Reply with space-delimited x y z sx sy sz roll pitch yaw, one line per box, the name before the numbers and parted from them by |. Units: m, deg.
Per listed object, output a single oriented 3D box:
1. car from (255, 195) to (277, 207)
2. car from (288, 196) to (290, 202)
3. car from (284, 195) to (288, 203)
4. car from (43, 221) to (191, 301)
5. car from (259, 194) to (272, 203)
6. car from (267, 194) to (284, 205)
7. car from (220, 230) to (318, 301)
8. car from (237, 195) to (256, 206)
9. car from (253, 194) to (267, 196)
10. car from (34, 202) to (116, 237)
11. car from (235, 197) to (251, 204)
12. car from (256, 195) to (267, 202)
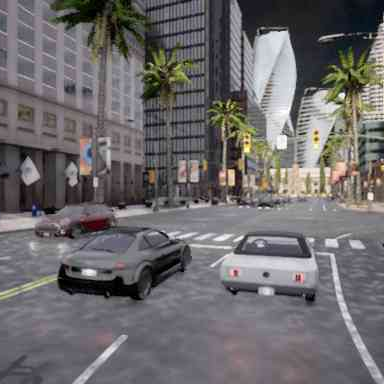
car | 12.287 1.706 54.934 2.033 1.411 5.357 0 0 22
car | 23.250 1.596 82.812 2.097 1.767 4.553 0 0 22
car | 19.532 1.737 73.312 1.812 1.442 4.674 0 0 21
car | -1.456 1.587 8.570 1.994 1.385 4.181 0 0 17
car | 16.907 1.444 76.206 2.150 2.045 5.566 0 0 21
car | 15.847 1.663 63.952 1.882 1.535 5.008 0 0 22
car | 2.146 1.626 8.505 1.895 1.301 4.718 0 0 19
car | 9.554 1.728 57.564 1.994 1.385 4.181 0 0 21
car | 12.983 1.410 66.201 2.150 2.045 5.566 0 0 22
car | -5.997 1.397 17.608 2.097 1.767 4.553 0 0 21
car | 10.578 1.708 68.756 2.161 1.482 4.786 0 0 21
car | 18.597 1.610 89.169 2.185 1.767 4.553 0 0 21
